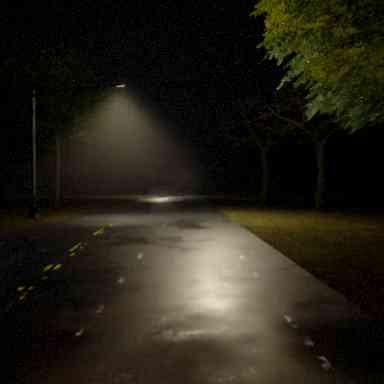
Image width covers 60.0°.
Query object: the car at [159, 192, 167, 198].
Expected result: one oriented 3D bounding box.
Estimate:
[{"bbox_3d":[-7.425,0.801,86.092,1.837,1.490,4.892,0,1,-1],"label":"car"}]
